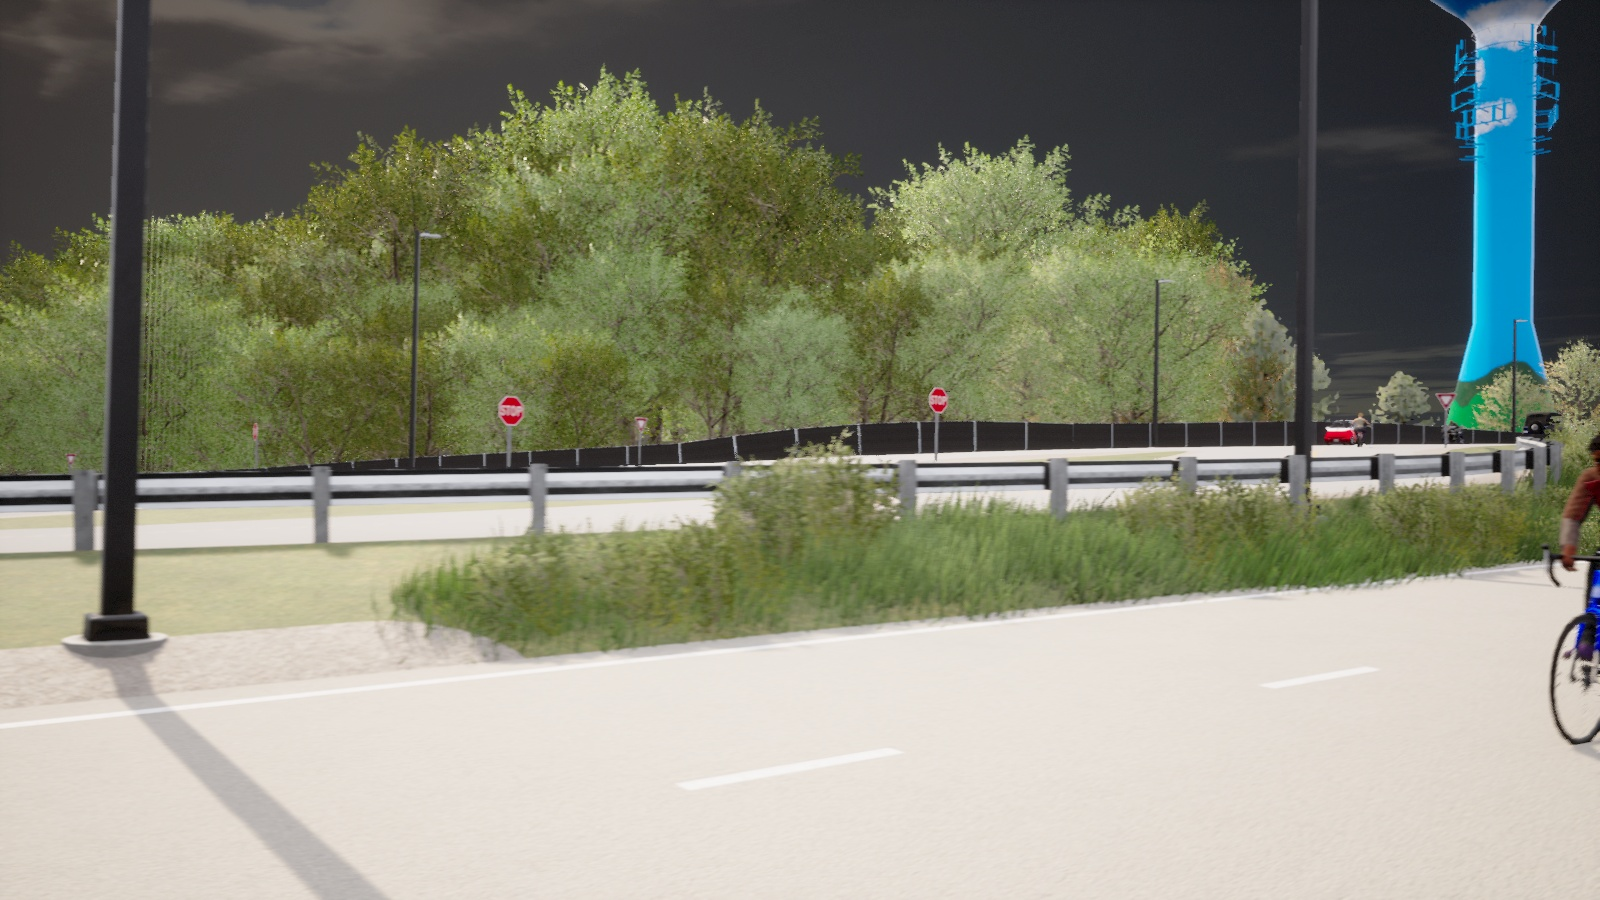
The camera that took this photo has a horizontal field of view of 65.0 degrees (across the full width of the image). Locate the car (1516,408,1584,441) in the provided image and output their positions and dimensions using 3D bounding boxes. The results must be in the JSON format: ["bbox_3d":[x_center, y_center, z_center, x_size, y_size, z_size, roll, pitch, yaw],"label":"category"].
[{"bbox_3d":[44.767,-1.504,74.913,3.866,1.878,1.905,-1,0,-32],"label":"car"}]

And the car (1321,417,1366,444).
[{"bbox_3d":[29.278,-1.060,67.591,2.207,1.376,1.481,-1,1,-45],"label":"car"}]

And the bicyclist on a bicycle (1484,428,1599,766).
[{"bbox_3d":[4.373,0.702,6.702,1.656,1.620,0.582,0,0,-35],"label":"bicyclist on a bicycle"}]

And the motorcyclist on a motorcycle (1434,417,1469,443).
[{"bbox_3d":[39.258,-1.204,75.635,2.191,1.530,0.866,-1,0,-32],"label":"motorcyclist on a motorcycle"}]
